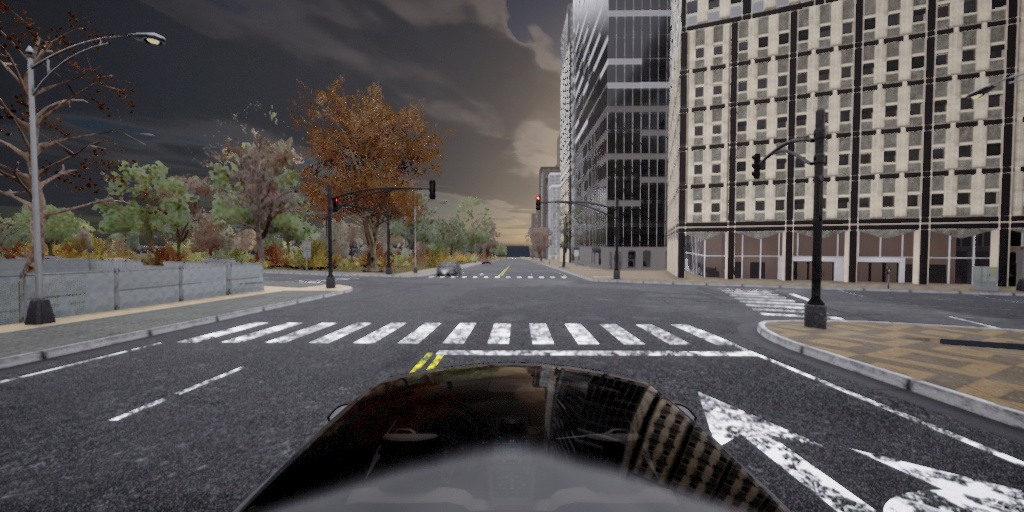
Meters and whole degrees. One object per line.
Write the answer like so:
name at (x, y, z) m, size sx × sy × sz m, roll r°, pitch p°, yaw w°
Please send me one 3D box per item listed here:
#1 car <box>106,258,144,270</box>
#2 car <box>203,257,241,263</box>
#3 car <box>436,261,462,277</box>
car at (-39.081, 0.927, 35.855) m, size 5.008 × 1.535 × 1.882 m, roll 1°, pitch 2°, yaw 22°
car at (-23.853, 0.936, 29.841) m, size 4.553 × 1.767 × 2.097 m, roll 0°, pitch 2°, yaw 22°
car at (-6.045, 1.276, 34.836) m, size 2.128 × 1.511 × 4.902 m, roll 0°, pitch 0°, yaw 1°
